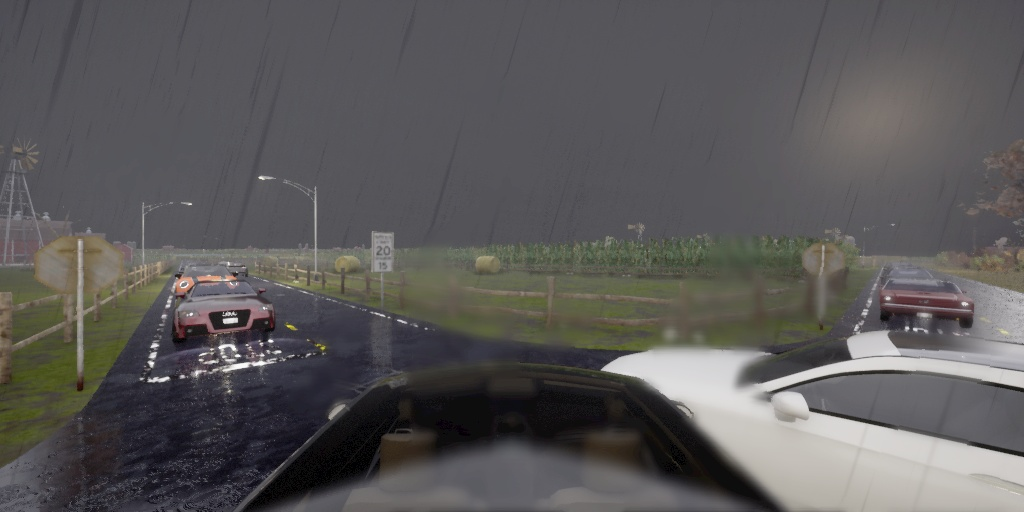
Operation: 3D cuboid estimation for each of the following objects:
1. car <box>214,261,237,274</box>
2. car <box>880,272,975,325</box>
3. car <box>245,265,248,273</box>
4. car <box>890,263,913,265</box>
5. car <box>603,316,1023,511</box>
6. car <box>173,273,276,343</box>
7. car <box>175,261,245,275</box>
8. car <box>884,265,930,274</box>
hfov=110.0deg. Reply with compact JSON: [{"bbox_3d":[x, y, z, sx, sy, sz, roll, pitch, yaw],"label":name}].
[{"bbox_3d":[-34.255,1.336,42.820,1.837,1.490,4.892,0,0,-42],"label":"car"},{"bbox_3d":[13.372,1.400,11.738,4.718,1.301,1.895,0,1,-44],"label":"car"},{"bbox_3d":[-27.438,1.308,35.450,2.128,1.511,4.902,0,0,-42],"label":"car"},{"bbox_3d":[27.037,1.406,24.735,4.181,1.385,1.994,0,1,-44],"label":"car"},{"bbox_3d":[2.811,1.293,2.539,1.812,1.442,4.674,0,1,-45],"label":"car"},{"bbox_3d":[-8.066,1.361,9.986,1.994,1.385,4.181,0,0,-43],"label":"car"},{"bbox_3d":[-13.925,1.151,16.394,2.097,1.767,4.553,0,0,-42],"label":"car"},{"bbox_3d":[20.364,1.366,18.393,5.357,1.411,2.033,0,1,-44],"label":"car"}]
